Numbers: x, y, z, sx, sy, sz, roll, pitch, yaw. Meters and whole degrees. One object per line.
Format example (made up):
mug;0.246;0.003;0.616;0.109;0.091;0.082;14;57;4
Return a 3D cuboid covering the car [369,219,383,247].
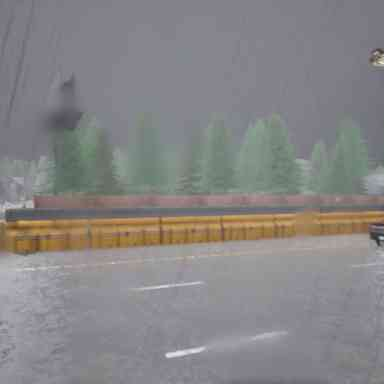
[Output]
car;10.084;1.698;14.632;4.902;1.511;2.128;0;-1;-22
